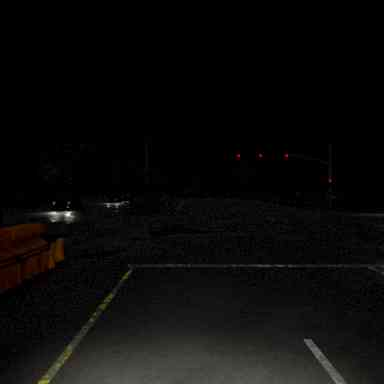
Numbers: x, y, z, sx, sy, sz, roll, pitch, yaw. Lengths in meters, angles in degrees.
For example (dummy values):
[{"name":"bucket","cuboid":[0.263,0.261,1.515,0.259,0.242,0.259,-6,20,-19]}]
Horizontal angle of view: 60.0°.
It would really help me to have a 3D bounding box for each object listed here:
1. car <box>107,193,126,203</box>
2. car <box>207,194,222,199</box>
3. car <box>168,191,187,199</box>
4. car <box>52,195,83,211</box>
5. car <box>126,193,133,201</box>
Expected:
[{"name":"car","cuboid":[-14.047,1.259,60.747,1.837,1.490,4.892,0,1,0]},{"name":"car","cuboid":[6.915,1.146,94.695,2.033,1.411,5.357,0,0,-18]},{"name":"car","cuboid":[-4.254,0.822,95.251,2.150,2.045,5.566,0,0,-22]},{"name":"car","cuboid":[-14.089,1.209,37.739,2.097,1.767,4.553,0,0,0]},{"name":"car","cuboid":[-14.039,1.060,72.325,2.097,1.767,4.553,0,0,-3]}]
